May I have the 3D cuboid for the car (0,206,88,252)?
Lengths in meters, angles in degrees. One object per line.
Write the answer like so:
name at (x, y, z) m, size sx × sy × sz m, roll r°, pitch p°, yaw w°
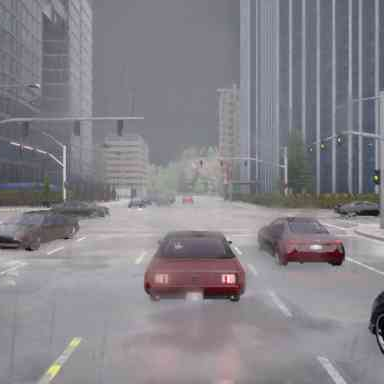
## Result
car at (-6.609, 1.547, 14.184) m, size 2.033 × 1.411 × 5.357 m, roll 0°, pitch 0°, yaw 5°

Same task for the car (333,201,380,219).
car at (14.655, 1.491, 28.348) m, size 4.902 × 1.511 × 2.128 m, roll 0°, pitch 0°, yaw 0°

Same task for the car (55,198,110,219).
car at (-9.407, 1.506, 28.158) m, size 4.892 × 1.490 × 1.837 m, roll 0°, pitch 0°, yaw 0°

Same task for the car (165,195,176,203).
car at (-4.540, 1.525, 71.803) m, size 2.128 × 1.511 × 4.902 m, roll 0°, pitch 0°, yaw -1°

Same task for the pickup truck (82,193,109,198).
pickup truck at (-21.184, 1.058, 73.296) m, size 2.390 × 2.098 × 6.274 m, roll 0°, pitch 0°, yaw 30°

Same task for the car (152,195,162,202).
car at (-8.123, 1.465, 77.548) m, size 1.882 × 1.535 × 5.008 m, roll 0°, pitch 0°, yaw -1°

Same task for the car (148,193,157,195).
car at (-7.990, 1.221, 67.081) m, size 2.150 × 2.045 × 5.566 m, roll 0°, pitch 0°, yaw -1°

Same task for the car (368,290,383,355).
car at (3.608, 1.564, 3.191) m, size 1.994 × 1.385 × 4.181 m, roll 0°, pitch 0°, yaw -1°

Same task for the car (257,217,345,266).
car at (3.579, 1.564, 11.602) m, size 1.994 × 1.385 × 4.181 m, roll 0°, pitch 0°, yaw 0°

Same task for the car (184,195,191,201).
car at (-1.274, 1.524, 88.162) m, size 1.812 × 1.442 × 4.674 m, roll 0°, pitch 0°, yaw -1°

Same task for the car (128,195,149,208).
car at (-7.785, 1.526, 47.421) m, size 1.812 × 1.442 × 4.674 m, roll 0°, pitch 0°, yaw 1°

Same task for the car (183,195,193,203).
car at (-0.930, 1.352, 70.497) m, size 2.097 × 1.767 × 4.553 m, roll 0°, pitch 0°, yaw -1°

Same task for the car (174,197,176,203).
car at (-4.454, 1.505, 61.363) m, size 1.837 × 1.490 × 4.892 m, roll 0°, pitch 0°, yaw -1°

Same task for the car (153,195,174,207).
car at (-4.341, 1.547, 51.521) m, size 2.033 × 1.411 × 5.357 m, roll 0°, pitch 0°, yaw -1°

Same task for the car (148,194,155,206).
car at (-7.901, 1.505, 56.675) m, size 1.837 × 1.490 × 4.892 m, roll 0°, pitch 0°, yaw -1°

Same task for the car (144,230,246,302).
car at (0.072, 1.601, 8.244) m, size 1.895 × 1.301 × 4.718 m, roll 0°, pitch 0°, yaw 0°
